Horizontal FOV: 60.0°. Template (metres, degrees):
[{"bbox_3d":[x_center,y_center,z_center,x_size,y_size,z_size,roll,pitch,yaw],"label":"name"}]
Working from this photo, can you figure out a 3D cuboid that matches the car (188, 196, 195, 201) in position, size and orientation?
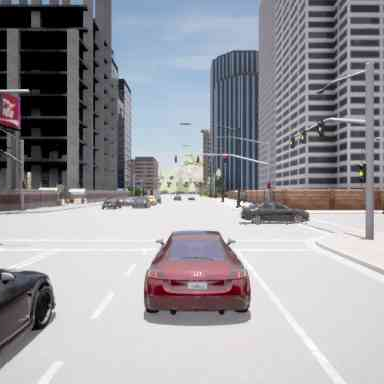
[{"bbox_3d":[-0.135,1.595,84.240,1.895,1.301,4.718,0,0,0],"label":"car"}]

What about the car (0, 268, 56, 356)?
[{"bbox_3d":[-3.413,1.564,4.244,1.994,1.385,4.181,0,0,0],"label":"car"}]

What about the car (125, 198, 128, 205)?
[{"bbox_3d":[-10.637,1.601,53.583,1.895,1.301,4.718,0,0,0],"label":"car"}]

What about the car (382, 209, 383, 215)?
[{"bbox_3d":[18.507,1.601,27.580,4.718,1.301,1.895,0,0,0],"label":"car"}]

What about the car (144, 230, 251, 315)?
[{"bbox_3d":[0.089,1.564,7.660,1.994,1.385,4.181,0,0,0],"label":"car"}]

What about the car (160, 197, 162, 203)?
[{"bbox_3d":[-7.106,1.505,66.552,1.837,1.490,4.892,0,0,0],"label":"car"}]

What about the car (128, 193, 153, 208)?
[{"bbox_3d":[-7.159,1.352,47.018,2.097,1.767,4.553,0,0,0],"label":"car"}]

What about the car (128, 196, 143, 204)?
[{"bbox_3d":[-10.612,1.564,62.730,1.994,1.385,4.181,0,0,0],"label":"car"}]

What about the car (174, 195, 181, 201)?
[{"bbox_3d":[-3.635,1.525,84.205,2.128,1.511,4.902,0,0,0],"label":"car"}]

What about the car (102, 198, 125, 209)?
[{"bbox_3d":[-10.662,1.526,44.475,1.812,1.442,4.674,0,0,0],"label":"car"}]

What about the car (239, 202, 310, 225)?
[{"bbox_3d":[5.868,1.505,23.793,4.892,1.490,1.837,0,0,0],"label":"car"}]

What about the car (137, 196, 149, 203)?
[{"bbox_3d":[-10.616,1.552,72.725,1.994,1.385,4.181,0,0,0],"label":"car"}]

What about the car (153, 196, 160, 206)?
[{"bbox_3d":[-7.120,1.478,56.354,1.882,1.535,5.008,0,0,0],"label":"car"}]
